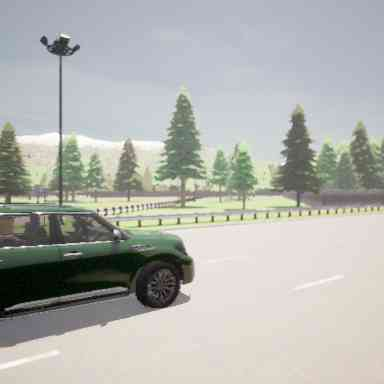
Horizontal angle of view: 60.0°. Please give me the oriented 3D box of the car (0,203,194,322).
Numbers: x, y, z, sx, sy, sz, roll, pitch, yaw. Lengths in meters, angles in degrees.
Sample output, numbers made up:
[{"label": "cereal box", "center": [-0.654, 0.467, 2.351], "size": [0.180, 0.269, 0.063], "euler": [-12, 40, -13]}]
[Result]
[{"label": "car", "center": [-2.619, 1.222, 6.176], "size": [5.566, 2.045, 2.150], "euler": [0, 0, -35]}]
